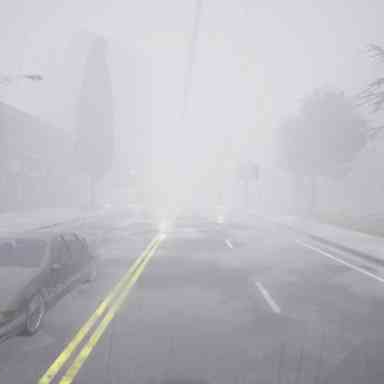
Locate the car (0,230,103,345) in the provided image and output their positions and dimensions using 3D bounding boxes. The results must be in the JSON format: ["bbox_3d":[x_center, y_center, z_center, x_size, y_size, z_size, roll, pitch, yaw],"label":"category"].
[{"bbox_3d":[-3.352,1.556,6.914,2.033,1.411,5.357,0,0,0],"label":"car"}]
